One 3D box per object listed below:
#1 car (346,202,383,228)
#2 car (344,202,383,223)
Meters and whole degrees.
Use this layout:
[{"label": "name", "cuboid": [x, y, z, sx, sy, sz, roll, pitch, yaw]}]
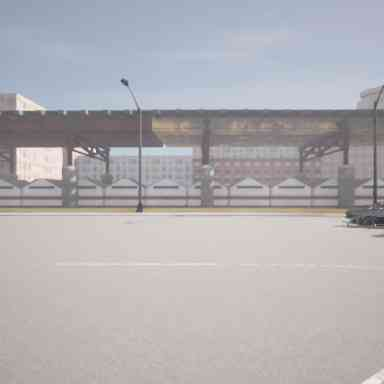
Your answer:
[{"label": "car", "cuboid": [12.204, 1.533, 20.766, 4.181, 1.385, 1.994, 0, 0, 17]}, {"label": "car", "cuboid": [13.759, 1.471, 23.982, 4.892, 1.490, 1.837, 0, -2, 18]}]
